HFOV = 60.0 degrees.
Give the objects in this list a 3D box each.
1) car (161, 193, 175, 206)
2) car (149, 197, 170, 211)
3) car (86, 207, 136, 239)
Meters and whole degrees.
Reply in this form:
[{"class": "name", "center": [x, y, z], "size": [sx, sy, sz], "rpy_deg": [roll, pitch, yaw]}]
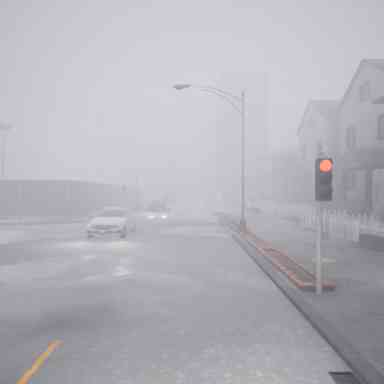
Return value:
[{"class": "car", "center": [-4.050, 1.221, 56.515], "size": [2.150, 2.045, 5.566], "rpy_deg": [0, 0, 1]}, {"class": "car", "center": [-4.097, 1.601, 40.991], "size": [1.895, 1.301, 4.718], "rpy_deg": [0, 0, 0]}, {"class": "car", "center": [-4.100, 1.526, 17.549], "size": [1.812, 1.442, 4.674], "rpy_deg": [0, 0, 0]}]
